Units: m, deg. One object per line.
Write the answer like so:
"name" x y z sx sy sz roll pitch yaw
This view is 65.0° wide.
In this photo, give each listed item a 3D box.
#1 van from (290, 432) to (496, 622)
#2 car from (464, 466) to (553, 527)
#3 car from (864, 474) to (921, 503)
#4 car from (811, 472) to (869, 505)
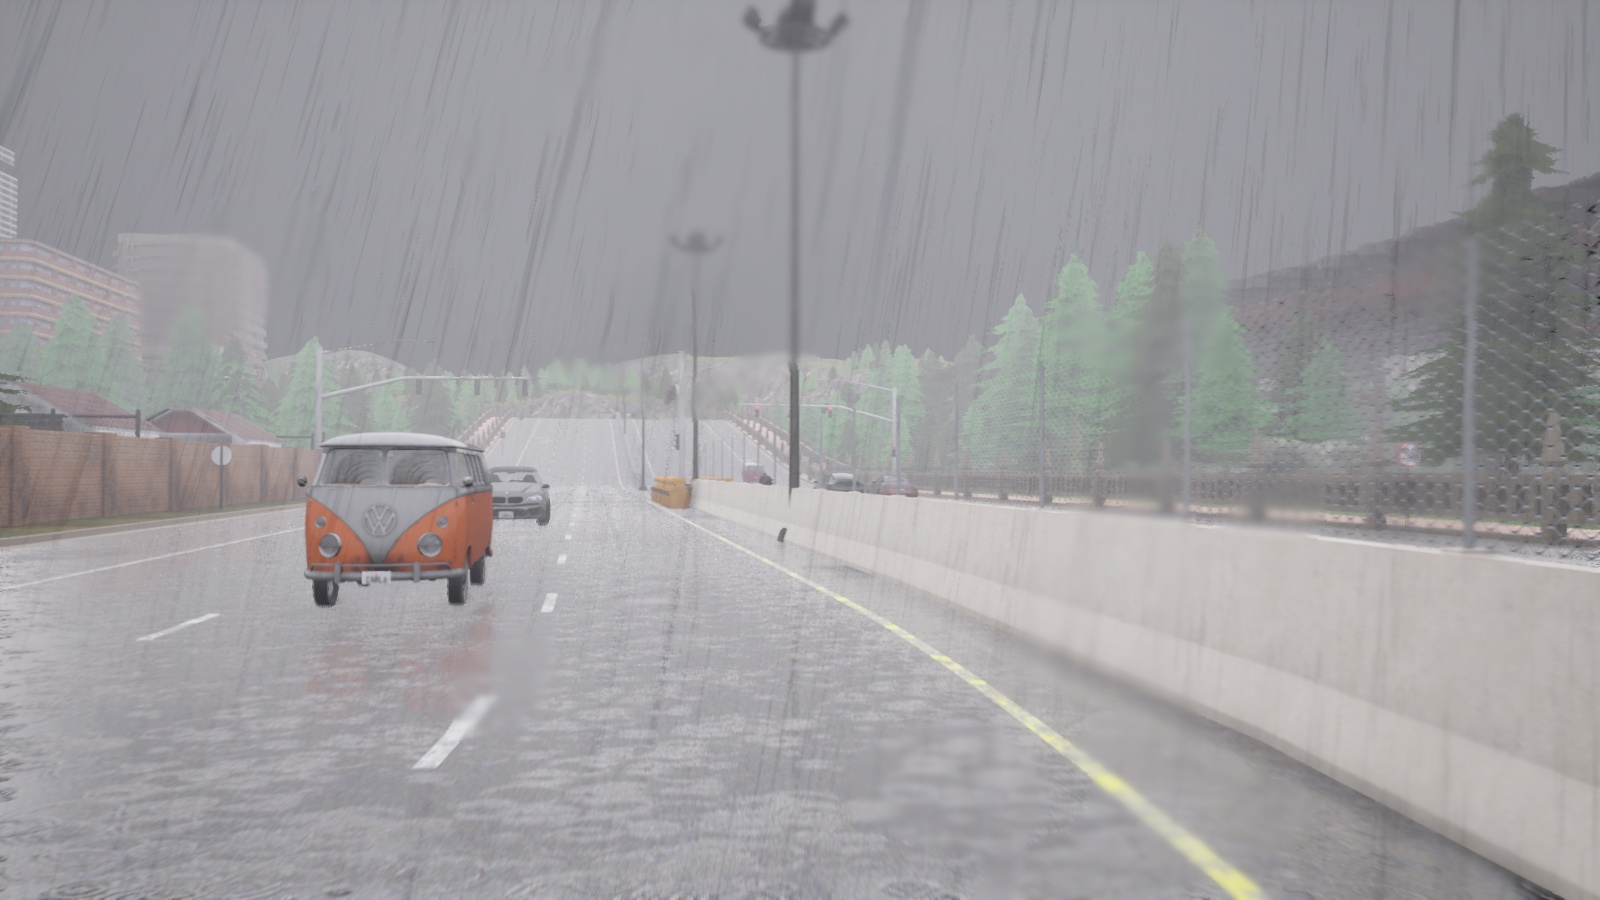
"van" -4.836 0.848 15.518 1.775 1.987 4.442 0 -1 -9
"car" -8.420 1.308 36.653 2.242 1.667 4.611 0 -1 -10
"car" 4.673 1.932 64.052 1.994 1.385 4.181 0 -1 -10
"car" 1.839 1.814 59.844 1.837 1.490 4.892 0 -1 -10
